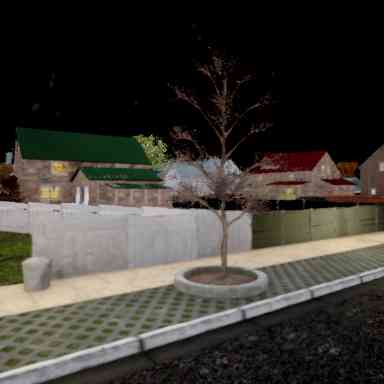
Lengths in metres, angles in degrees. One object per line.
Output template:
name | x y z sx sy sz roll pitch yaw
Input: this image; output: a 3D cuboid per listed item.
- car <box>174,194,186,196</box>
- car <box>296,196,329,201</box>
car | -1.817 1.026 53.791 1.812 1.442 4.674 0 1 -33
car | 11.141 1.148 29.564 2.097 1.767 4.553 0 1 -34
